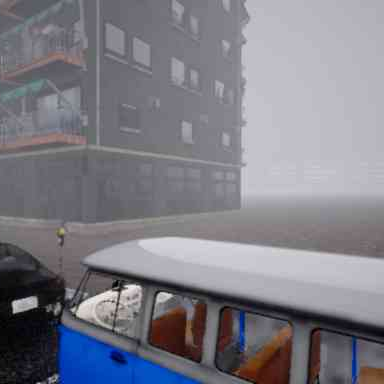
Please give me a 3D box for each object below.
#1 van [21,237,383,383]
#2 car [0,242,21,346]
[{"bbox_3d":[0.661,1.338,2.406,3.998,1.788,1.690,0,0,36],"label":"van"},{"bbox_3d":[-3.929,1.536,5.680,4.313,1.339,1.947,0,0,36],"label":"car"}]
